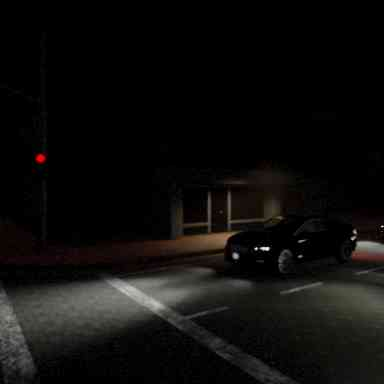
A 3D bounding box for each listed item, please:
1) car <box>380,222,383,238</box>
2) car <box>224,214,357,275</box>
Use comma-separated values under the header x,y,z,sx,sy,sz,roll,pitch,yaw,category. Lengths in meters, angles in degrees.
x,y,z,sx,sy,sz,roll,pitch,yaw,category
10.738,1.472,15.581,4.892,1.490,1.837,0,0,-34,car
3.206,1.469,10.413,4.902,1.511,2.128,0,0,-34,car
